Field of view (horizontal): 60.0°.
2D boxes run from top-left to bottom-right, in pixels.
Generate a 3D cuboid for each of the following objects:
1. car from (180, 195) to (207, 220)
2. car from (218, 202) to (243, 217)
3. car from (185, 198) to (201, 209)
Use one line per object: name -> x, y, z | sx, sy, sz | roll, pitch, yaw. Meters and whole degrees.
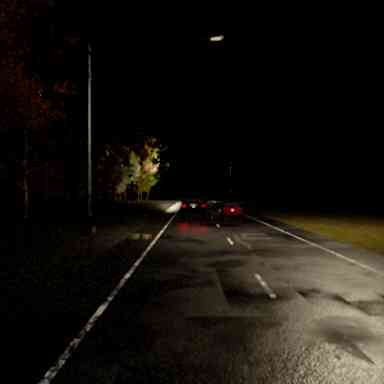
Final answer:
car -> 0.129, 1.257, 28.697 | 2.150, 2.045, 5.566 | 0, 0, 0
car -> 3.637, 1.604, 31.897 | 1.994, 1.385, 4.181 | 0, 0, 0
car -> 0.157, 1.601, 46.485 | 2.033, 1.411, 5.357 | 0, 0, 0
